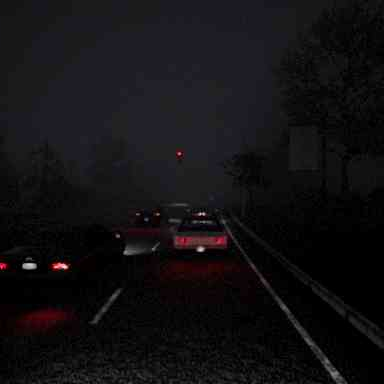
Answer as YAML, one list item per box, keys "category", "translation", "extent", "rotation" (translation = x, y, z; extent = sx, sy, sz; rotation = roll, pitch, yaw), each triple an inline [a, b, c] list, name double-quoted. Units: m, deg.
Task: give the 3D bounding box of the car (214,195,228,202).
- category: "car"
  translation: [6.959, 1.831, 81.558]
  extent: [1.994, 1.385, 4.181]
  rotation: [0, 0, 10]

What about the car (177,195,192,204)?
- category: "car"
  translation: [-1.841, 1.839, 70.667]
  extent: [1.895, 1.301, 4.718]
  rotation: [0, 0, 8]

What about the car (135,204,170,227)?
- category: "car"
  translation: [-2.754, 1.608, 23.695]
  extent: [1.812, 1.442, 4.674]
  rotation: [0, 0, 4]

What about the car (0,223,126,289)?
- category: "car"
  translation: [-3.273, 1.580, 9.331]
  extent: [2.033, 1.411, 5.357]
  rotation: [0, 0, 1]

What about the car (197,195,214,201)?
- category: "car"
  translation: [3.361, 1.799, 81.277]
  extent: [2.128, 1.511, 4.902]
  rotation: [0, 0, 10]

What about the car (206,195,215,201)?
- category: "car"
  translation: [5.181, 1.645, 91.484]
  extent: [1.882, 1.535, 5.008]
  rotation: [0, 0, 11]

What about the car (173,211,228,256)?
- category: "car"
  translation: [0.336, 1.647, 13.330]
  extent: [1.895, 1.301, 4.718]
  rotation: [0, 0, 1]

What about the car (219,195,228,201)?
- category: "car"
  translation: [8.700, 1.663, 91.251]
  extent: [1.882, 1.535, 5.008]
  rotation: [0, 0, 11]

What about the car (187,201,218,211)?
- category: "car"
  translation: [0.699, 1.583, 22.553]
  extent: [1.837, 1.490, 4.892]
  rotation: [0, 0, 3]

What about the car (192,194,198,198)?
- category: "car"
  translation: [0.617, 1.267, 85.993]
  extent: [2.097, 1.767, 4.553]
  rotation: [0, 0, 10]
